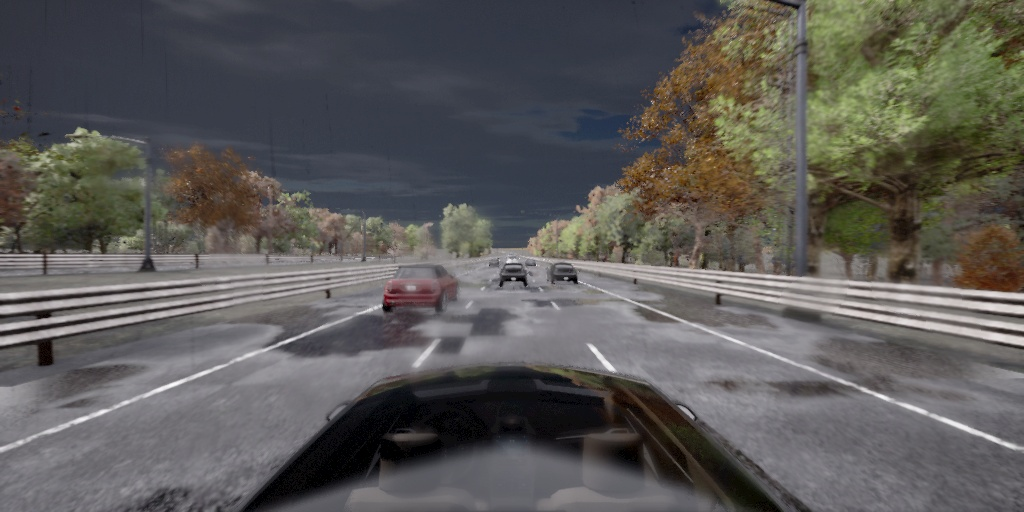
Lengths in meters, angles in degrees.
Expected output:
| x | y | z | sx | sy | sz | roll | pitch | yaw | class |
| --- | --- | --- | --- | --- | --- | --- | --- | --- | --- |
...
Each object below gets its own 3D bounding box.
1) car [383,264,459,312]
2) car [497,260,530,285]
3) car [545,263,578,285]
| x | y | z | sx | sy | sz | roll | pitch | yaw | class |
| --- | --- | --- | --- | --- | --- | --- | --- | --- | --- |
| -3.402 | 1.099 | 14.238 | 2.097 | 1.767 | 4.553 | 0 | 0 | 0 | car |
| 0.095 | 1.247 | 25.820 | 1.837 | 1.490 | 4.892 | 0 | 0 | 0 | car |
| 3.595 | 1.246 | 26.236 | 1.837 | 1.490 | 4.892 | 0 | 0 | 0 | car |
